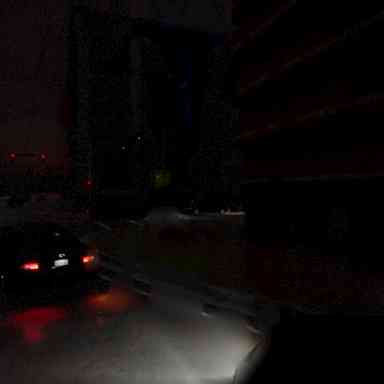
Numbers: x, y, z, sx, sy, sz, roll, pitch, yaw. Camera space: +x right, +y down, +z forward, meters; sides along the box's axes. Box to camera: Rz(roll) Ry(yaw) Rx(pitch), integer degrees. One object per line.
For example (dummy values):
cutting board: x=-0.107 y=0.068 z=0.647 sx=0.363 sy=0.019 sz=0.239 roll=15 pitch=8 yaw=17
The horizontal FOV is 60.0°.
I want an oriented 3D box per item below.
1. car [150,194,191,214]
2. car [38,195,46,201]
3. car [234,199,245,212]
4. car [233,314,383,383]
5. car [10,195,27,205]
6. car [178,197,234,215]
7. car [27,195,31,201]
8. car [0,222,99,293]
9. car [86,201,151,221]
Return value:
car: x=-2.521 y=1.277 z=36.480 sx=5.566 sy=2.045 sz=2.150 roll=0 pitch=0 yaw=-23
car: x=-37.091 y=1.540 z=82.286 sx=2.033 sy=1.411 sz=5.357 roll=0 pitch=0 yaw=-23
car: x=6.629 y=1.560 z=40.281 sx=4.892 sy=1.490 sz=1.837 roll=0 pitch=0 yaw=-23
car: x=2.884 y=1.547 z=2.009 sx=5.357 sy=1.411 sz=2.033 roll=0 pitch=0 yaw=35
car: x=-30.349 y=1.477 z=57.681 sx=1.882 sy=1.535 sz=5.008 roll=0 pitch=0 yaw=-23
car: x=1.470 y=1.560 z=34.348 sx=4.892 sy=1.490 sz=1.837 roll=0 pitch=0 yaw=-23
car: x=-40.223 y=1.525 z=80.706 sx=2.128 sy=1.511 sz=4.902 roll=0 pitch=0 yaw=-23
car: x=-4.340 y=1.547 z=9.023 sx=2.033 sy=1.411 sz=5.357 roll=0 pitch=0 yaw=-39
car: x=-6.097 y=1.649 z=27.202 sx=4.718 sy=1.301 sz=1.895 roll=0 pitch=0 yaw=-23
